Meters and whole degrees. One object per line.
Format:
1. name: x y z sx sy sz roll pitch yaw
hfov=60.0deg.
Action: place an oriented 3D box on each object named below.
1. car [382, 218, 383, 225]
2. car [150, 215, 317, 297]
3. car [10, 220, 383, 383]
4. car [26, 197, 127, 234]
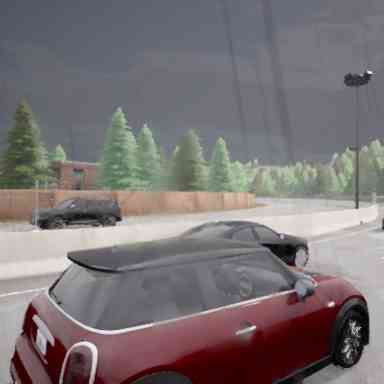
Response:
1. car: 14.354 1.836 22.571 1.994 1.385 4.181 0 -1 41
2. car: 1.420 1.561 9.601 5.008 1.535 1.882 1 0 -40
3. car: 0.338 1.387 4.272 4.553 1.767 2.097 1 -1 -37
4. car: -7.095 1.335 20.887 5.566 2.045 2.150 1 -1 -41
